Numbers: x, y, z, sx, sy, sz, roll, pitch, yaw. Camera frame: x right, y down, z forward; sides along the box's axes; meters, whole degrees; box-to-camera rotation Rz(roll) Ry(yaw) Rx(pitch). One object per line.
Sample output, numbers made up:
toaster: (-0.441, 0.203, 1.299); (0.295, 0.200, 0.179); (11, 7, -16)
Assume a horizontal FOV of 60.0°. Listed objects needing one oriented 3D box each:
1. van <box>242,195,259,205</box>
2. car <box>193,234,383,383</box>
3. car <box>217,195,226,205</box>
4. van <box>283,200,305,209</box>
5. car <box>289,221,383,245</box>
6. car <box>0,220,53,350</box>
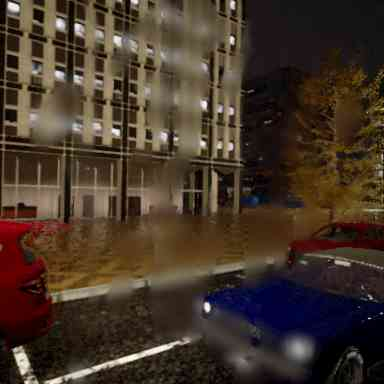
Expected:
van: (10.214, 1.438, 59.868); (1.690, 1.788, 3.998); (2, -1, -36)
car: (2.362, 1.616, 5.056); (4.718, 1.301, 1.895); (0, 0, -35)
car: (3.404, 1.229, 54.988); (2.192, 1.841, 5.009); (2, -1, -36)
van: (13.243, 1.303, 41.256); (1.690, 1.788, 3.998); (2, -1, -36)
car: (4.696, 1.576, 9.894); (4.507, 1.381, 1.887); (0, 1, -35)
car: (-4.167, 1.310, 3.565); (5.009, 1.841, 2.192); (0, 1, -35)
